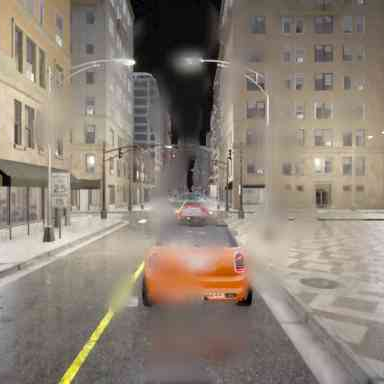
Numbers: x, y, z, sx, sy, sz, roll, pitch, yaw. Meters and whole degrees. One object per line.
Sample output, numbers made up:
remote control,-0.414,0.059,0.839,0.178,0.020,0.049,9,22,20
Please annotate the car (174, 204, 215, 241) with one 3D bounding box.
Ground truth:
car,0.096,1.476,17.766,1.882,1.535,5.008,0,0,0

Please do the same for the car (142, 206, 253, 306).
car,0.094,1.352,8.166,2.097,1.767,4.553,0,0,0
